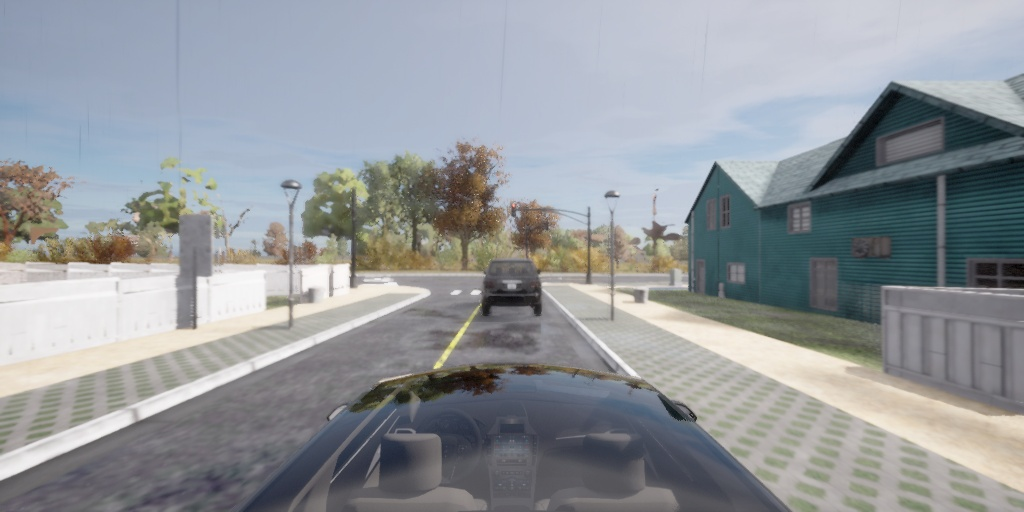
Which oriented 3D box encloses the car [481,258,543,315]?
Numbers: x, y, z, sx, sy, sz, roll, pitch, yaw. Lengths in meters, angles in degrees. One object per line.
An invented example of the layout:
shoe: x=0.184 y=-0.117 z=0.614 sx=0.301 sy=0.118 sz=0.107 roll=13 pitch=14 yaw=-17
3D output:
car: x=0.002 y=1.102 z=14.394 sx=2.150 sy=2.045 sz=5.566 roll=0 pitch=0 yaw=0
